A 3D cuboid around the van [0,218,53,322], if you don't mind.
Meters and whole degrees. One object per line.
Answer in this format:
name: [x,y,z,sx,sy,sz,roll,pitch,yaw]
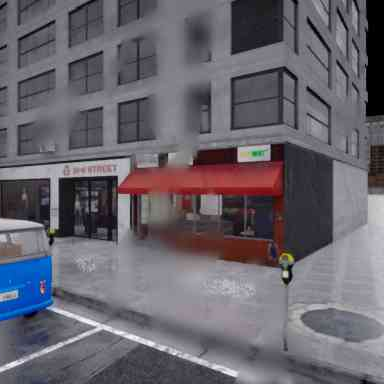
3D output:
van: [-4.280,1.340,6.130,3.998,1.788,1.690,0,0,35]
